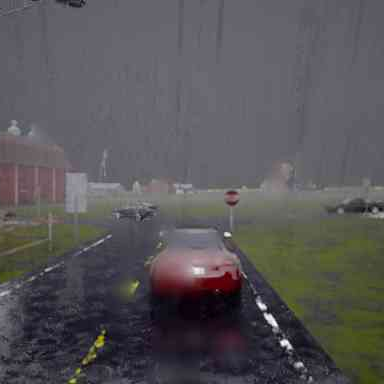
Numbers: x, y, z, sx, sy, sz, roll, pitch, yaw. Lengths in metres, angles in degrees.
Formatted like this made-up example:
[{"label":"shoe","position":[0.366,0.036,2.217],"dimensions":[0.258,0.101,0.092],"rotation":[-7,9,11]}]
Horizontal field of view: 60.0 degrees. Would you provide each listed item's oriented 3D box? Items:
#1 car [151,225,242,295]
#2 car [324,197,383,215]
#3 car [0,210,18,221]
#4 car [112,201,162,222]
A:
[{"label":"car","position":[0.097,1.550,8.689],"dimensions":[1.994,1.385,4.181],"rotation":[0,0,0]},{"label":"car","position":[14.201,1.183,29.338],"dimensions":[5.008,1.535,1.882],"rotation":[-1,0,-4]},{"label":"car","position":[-17.016,1.749,26.828],"dimensions":[5.357,1.411,2.033],"rotation":[-1,0,5]},{"label":"car","position":[-4.457,1.513,26.610],"dimensions":[4.892,1.490,1.837],"rotation":[-1,-3,43]}]
